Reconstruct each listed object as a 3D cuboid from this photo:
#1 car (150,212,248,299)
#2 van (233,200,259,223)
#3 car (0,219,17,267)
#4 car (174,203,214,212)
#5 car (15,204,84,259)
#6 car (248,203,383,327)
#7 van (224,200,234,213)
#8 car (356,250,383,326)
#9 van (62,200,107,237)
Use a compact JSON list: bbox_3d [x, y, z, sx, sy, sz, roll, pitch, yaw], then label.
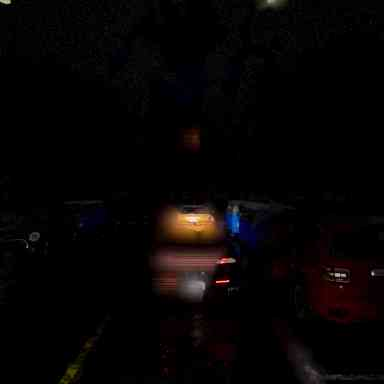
[{"bbox_3d":[0.089,1.492,8.456,2.128,1.511,4.902,0,0,0],"label":"car"},{"bbox_3d":[2.741,1.342,12.372,1.690,1.788,3.998,0,0,0],"label":"van"},{"bbox_3d":[-5.774,1.526,6.750,1.752,1.417,4.829,0,0,0],"label":"car"},{"bbox_3d":[0.109,1.353,17.505,2.097,1.767,4.553,0,0,1],"label":"car"},{"bbox_3d":[-5.784,1.441,12.358,1.967,1.590,4.097,0,0,0],"label":"car"},{"bbox_3d":[2.751,1.315,6.935,2.192,1.841,5.009,0,0,0],"label":"car"},{"bbox_3d":[2.732,1.342,17.810,1.690,1.788,3.998,0,0,0],"label":"van"},{"bbox_3d":[2.760,1.440,1.497,1.967,1.590,4.097,0,0,0],"label":"car"},{"bbox_3d":[-5.793,1.342,17.795,1.690,1.788,3.998,0,0,0],"label":"van"}]
